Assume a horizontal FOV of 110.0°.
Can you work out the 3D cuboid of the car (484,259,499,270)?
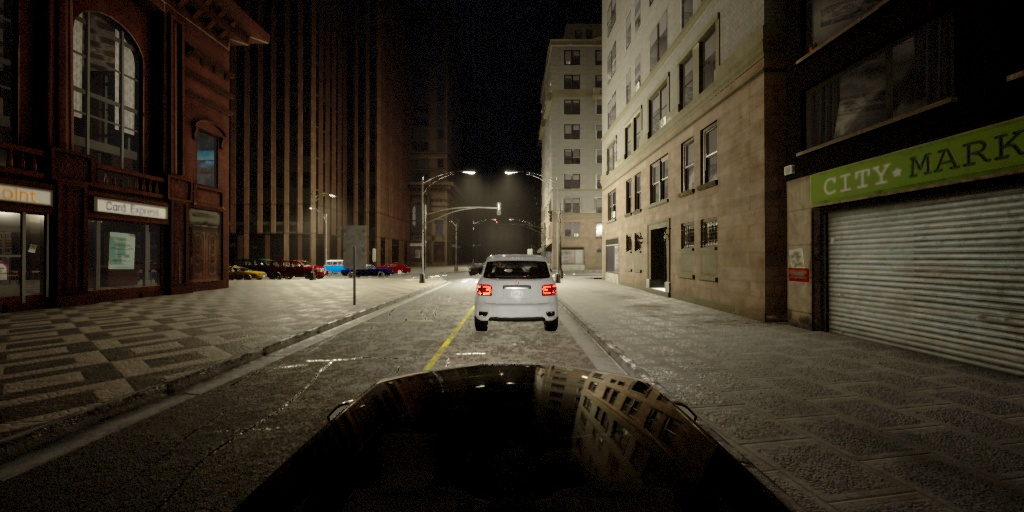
[{"bbox_3d":[-3.061,1.233,54.630,2.128,1.511,4.902,0,0,0],"label":"car"}]

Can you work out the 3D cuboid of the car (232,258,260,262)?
[{"bbox_3d":[-24.749,1.255,35.374,5.566,2.045,2.150,-1,0,0],"label":"car"}]

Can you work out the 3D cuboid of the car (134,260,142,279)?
[{"bbox_3d":[-35.721,1.386,35.438,5.566,2.045,2.150,0,0,0],"label":"car"}]

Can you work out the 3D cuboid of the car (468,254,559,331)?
[{"bbox_3d":[0.104,0.974,11.090,2.150,2.045,5.566,0,0,0],"label":"car"}]

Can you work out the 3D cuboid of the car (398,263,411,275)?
[{"bbox_3d":[-13.960,1.477,41.288,4.507,1.381,1.888,0,0,0],"label":"car"}]

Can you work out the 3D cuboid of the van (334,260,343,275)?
[{"bbox_3d":[-19.584,1.340,41.311,3.998,1.789,1.690,0,0,0],"label":"van"}]

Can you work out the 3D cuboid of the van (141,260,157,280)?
[{"bbox_3d":[-30.857,1.435,32.830,3.998,1.789,1.690,0,0,0],"label":"van"}]

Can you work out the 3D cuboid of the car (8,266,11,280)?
[{"bbox_3d":[-47.730,1.849,32.898,4.403,1.370,2.007,0,0,0],"label":"car"}]

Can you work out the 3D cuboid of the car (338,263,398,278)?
[{"bbox_3d":[-14.132,1.506,35.335,4.718,1.301,1.895,-1,0,0],"label":"car"}]

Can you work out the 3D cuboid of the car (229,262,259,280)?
[{"bbox_3d":[-25.063,1.552,32.807,4.829,1.417,1.751,0,0,0],"label":"car"}]

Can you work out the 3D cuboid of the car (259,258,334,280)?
[{"bbox_3d":[-19.609,1.273,32.785,5.009,1.841,2.192,0,0,0],"label":"car"}]

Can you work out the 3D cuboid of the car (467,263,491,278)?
[{"bbox_3d":[-3.100,1.371,34.885,1.895,1.301,4.718,-1,0,0],"label":"car"}]
